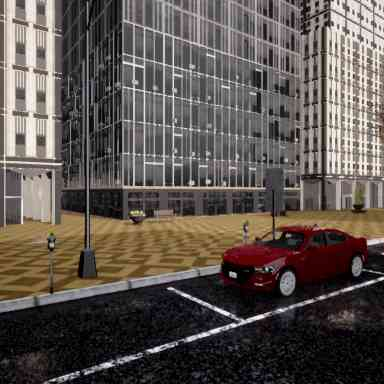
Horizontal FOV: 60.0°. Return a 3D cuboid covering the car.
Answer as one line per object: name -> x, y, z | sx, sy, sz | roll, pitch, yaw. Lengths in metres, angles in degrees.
car -> 2.716, 1.545, 8.505 | 4.507, 1.381, 1.887 | 0, 0, -36
